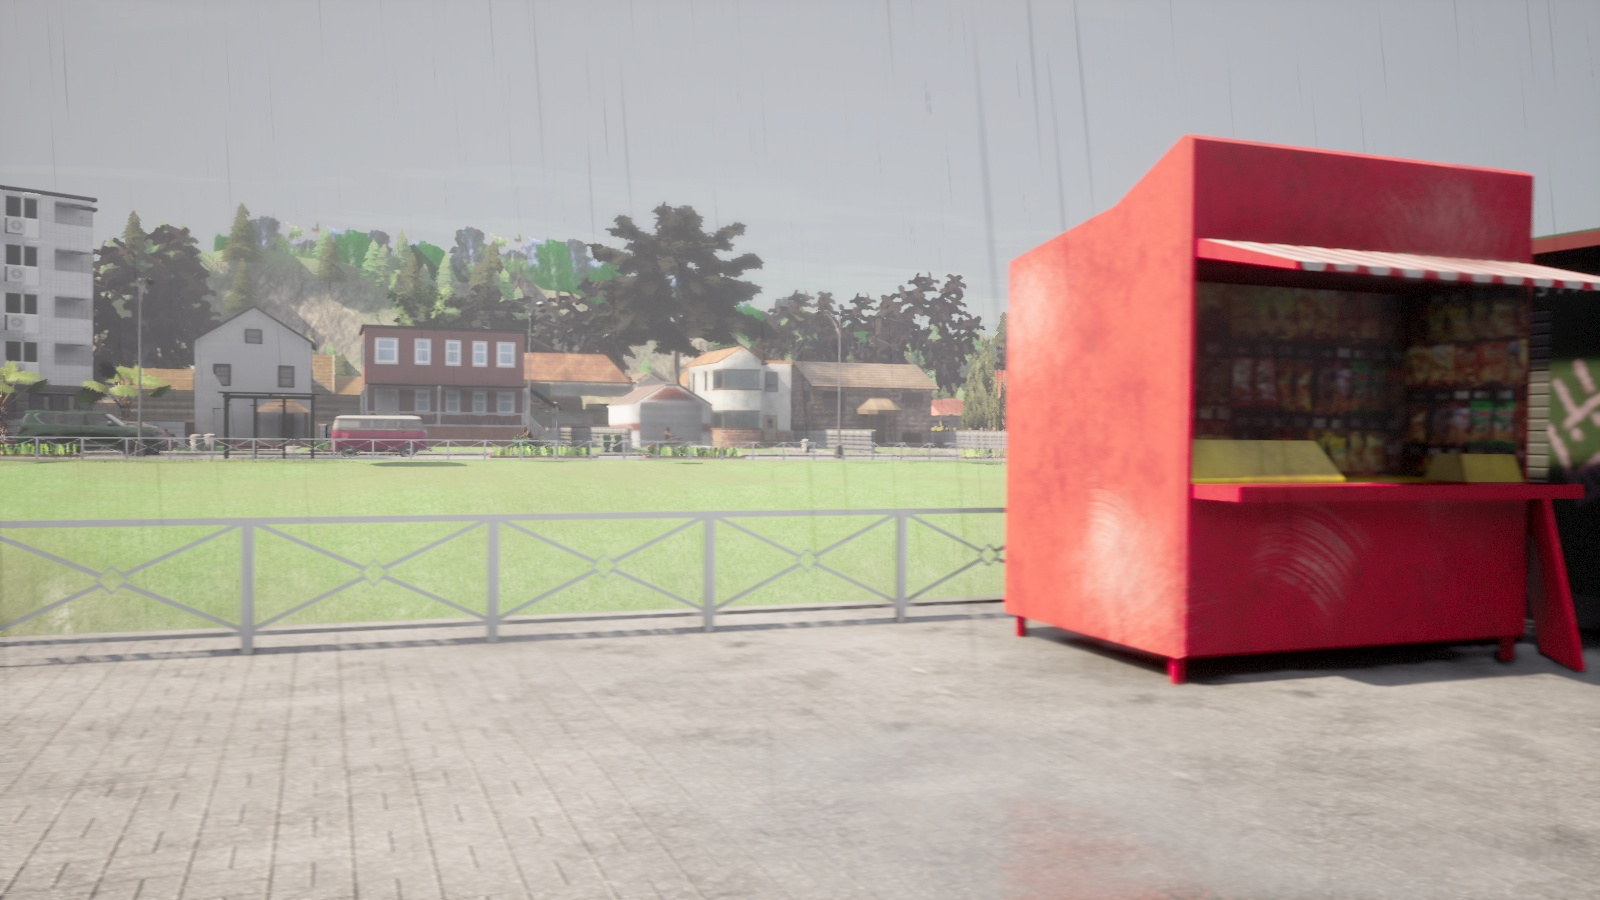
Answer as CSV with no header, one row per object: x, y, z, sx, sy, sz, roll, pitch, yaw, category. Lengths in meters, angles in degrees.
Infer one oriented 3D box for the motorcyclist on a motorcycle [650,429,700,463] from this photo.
-6.295,-0.210,63.102,2.350,1.649,0.766,-1,1,-21,motorcyclist on a motorcycle

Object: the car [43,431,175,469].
-31.680,-0.020,57.748,5.027,1.651,2.152,-1,1,-21,car

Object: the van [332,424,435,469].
-19.305,-0.187,58.166,4.442,1.987,1.775,-1,1,-21,van

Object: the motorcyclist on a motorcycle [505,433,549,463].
-14.011,-0.117,64.455,2.044,1.523,0.797,-1,1,-21,motorcyclist on a motorcycle

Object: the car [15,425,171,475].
-30.280,-0.034,53.999,5.566,2.045,2.150,-1,1,-21,car
